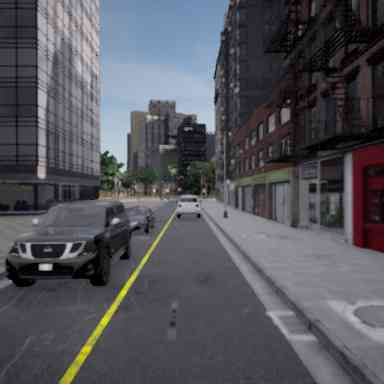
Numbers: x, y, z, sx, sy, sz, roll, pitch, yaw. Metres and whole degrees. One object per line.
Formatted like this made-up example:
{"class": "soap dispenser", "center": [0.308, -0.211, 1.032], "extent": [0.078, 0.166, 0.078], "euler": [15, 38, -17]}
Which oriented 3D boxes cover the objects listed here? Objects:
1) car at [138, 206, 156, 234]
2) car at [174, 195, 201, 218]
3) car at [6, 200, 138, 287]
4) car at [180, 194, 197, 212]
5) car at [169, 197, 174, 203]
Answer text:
{"class": "car", "center": [-3.322, 1.615, 20.415], "extent": [2.128, 1.511, 4.902], "euler": [0, 0, -1]}
{"class": "car", "center": [-0.292, 1.378, 32.160], "extent": [2.150, 2.045, 5.566], "euler": [0, 0, 0]}
{"class": "car", "center": [-3.199, 1.295, 9.966], "extent": [2.150, 2.045, 5.566], "euler": [0, 0, -1]}
{"class": "car", "center": [-0.445, 1.395, 44.336], "extent": [2.150, 2.045, 5.566], "euler": [0, 1, -1]}
{"class": "car", "center": [-3.871, 1.628, 69.798], "extent": [1.895, 1.301, 4.718], "euler": [0, 0, -1]}
